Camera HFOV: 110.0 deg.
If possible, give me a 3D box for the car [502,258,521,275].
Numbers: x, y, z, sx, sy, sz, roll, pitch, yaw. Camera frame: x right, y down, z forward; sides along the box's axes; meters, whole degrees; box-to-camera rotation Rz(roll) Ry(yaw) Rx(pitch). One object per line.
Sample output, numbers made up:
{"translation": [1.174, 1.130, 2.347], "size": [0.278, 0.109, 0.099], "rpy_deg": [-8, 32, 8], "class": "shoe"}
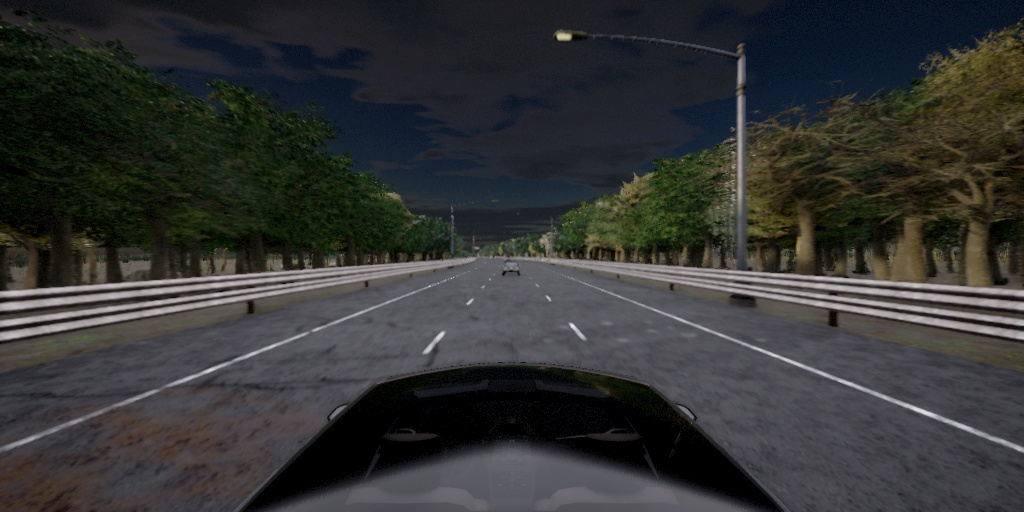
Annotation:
{"translation": [-0.068, 1.240, 37.771], "size": [2.033, 1.411, 5.357], "rpy_deg": [0, 0, 0], "class": "car"}
